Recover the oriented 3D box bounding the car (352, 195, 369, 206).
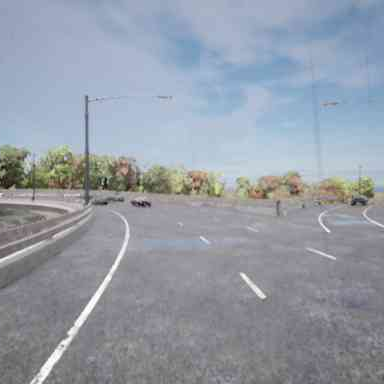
[{"bbox_3d":[24.830,1.265,49.148,1.837,1.490,4.892,0,-1,32],"label":"car"}]

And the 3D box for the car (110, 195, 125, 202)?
[{"bbox_3d":[-15.286,1.312,66.568,2.033,1.411,5.357,-1,0,-39],"label":"car"}]

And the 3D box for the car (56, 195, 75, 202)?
[{"bbox_3d":[-26.934,1.378,69.841,1.994,1.385,4.181,-1,0,-44],"label":"car"}]

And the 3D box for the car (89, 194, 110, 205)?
[{"bbox_3d":[-15.282,1.397,53.962,1.994,1.385,4.181,0,0,-31],"label":"car"}]

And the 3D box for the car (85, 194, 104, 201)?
[{"bbox_3d":[-21.877,1.130,74.690,2.128,1.511,4.902,-1,0,-44],"label":"car"}]

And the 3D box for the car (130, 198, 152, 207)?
[{"bbox_3d":[-7.293,1.424,46.706,1.895,1.301,4.718,0,0,-26],"label":"car"}]

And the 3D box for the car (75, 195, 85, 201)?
[{"bbox_3d":[-23.697,1.277,71.470,1.882,1.535,5.008,-1,0,-41],"label":"car"}]
